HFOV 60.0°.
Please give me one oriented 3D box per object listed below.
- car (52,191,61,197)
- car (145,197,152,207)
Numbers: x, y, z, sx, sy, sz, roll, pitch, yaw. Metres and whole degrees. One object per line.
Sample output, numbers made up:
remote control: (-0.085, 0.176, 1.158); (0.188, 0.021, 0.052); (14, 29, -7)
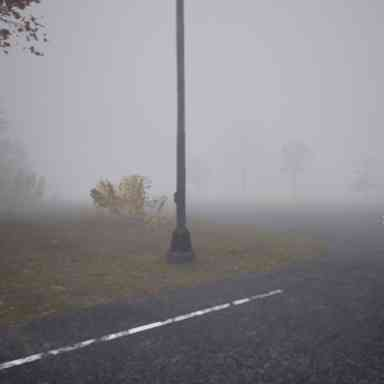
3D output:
car: (-33.545, 0.412, 82.216); (1.812, 1.442, 4.674); (-1, 1, -28)
car: (-5.697, 1.061, 39.295); (1.812, 1.442, 4.674); (-1, 1, -35)
